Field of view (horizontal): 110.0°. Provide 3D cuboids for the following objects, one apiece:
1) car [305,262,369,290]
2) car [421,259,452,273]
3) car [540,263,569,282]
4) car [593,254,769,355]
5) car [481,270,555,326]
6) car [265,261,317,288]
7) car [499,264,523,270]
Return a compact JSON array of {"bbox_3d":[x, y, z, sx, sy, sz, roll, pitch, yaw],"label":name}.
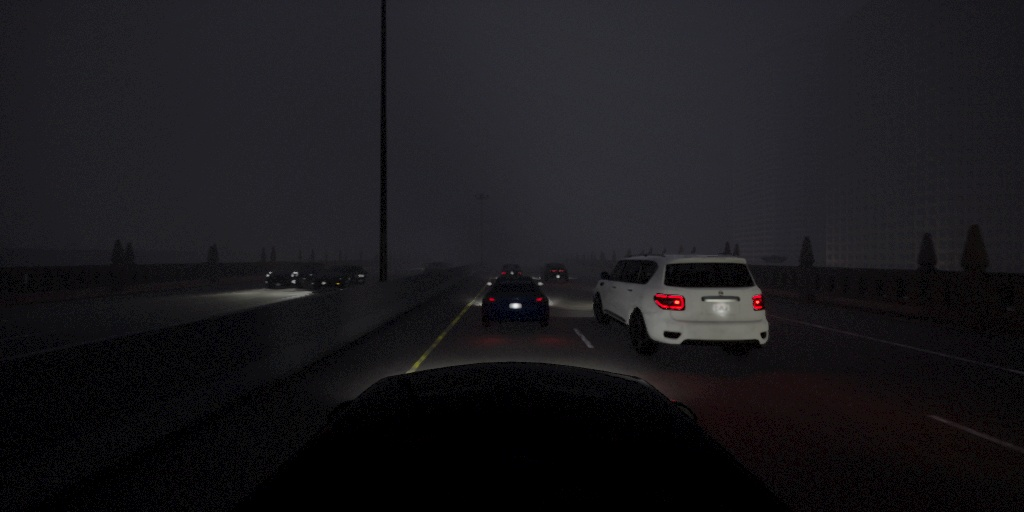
[{"bbox_3d":[-10.653,1.289,22.666,1.837,1.490,4.892,0,0,-1],"label":"car"},{"bbox_3d":[-7.393,1.308,35.231,1.837,1.490,4.892,0,0,-2],"label":"car"},{"bbox_3d":[3.431,1.300,29.516,1.837,1.490,4.892,0,0,-1],"label":"car"},{"bbox_3d":[3.597,0.983,8.852,2.150,2.045,5.566,0,0,0],"label":"car"},{"bbox_3d":[0.096,1.330,11.758,1.994,1.385,4.181,0,0,0],"label":"car"},{"bbox_3d":[-14.168,1.138,23.923,2.097,1.767,4.553,0,0,-1],"label":"car"},{"bbox_3d":[-0.060,1.343,29.610,2.033,1.411,5.357,0,0,-1],"label":"car"}]
